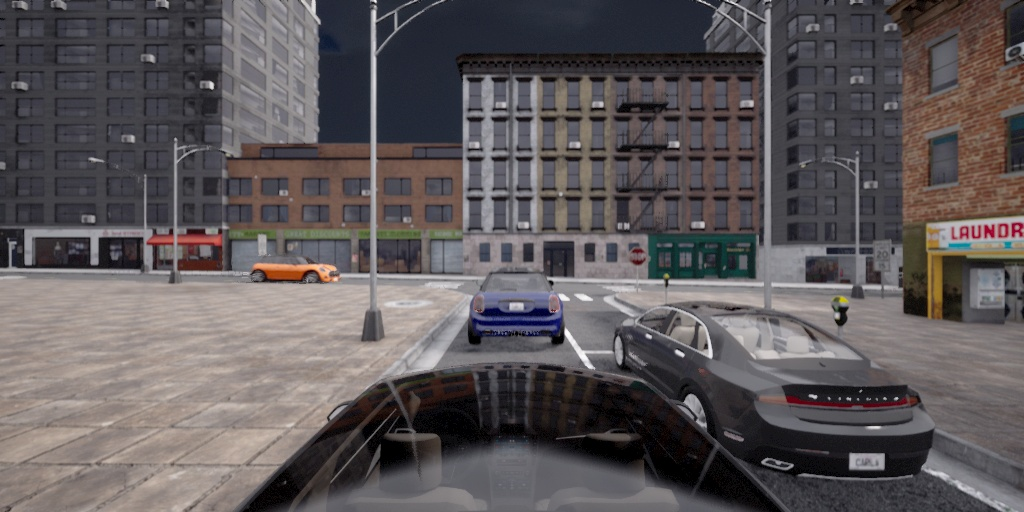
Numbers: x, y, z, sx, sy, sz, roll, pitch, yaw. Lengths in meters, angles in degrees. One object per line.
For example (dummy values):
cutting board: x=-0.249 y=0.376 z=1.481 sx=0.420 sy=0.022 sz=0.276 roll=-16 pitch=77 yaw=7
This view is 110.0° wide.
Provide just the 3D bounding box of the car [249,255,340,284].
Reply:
car: x=-12.620 y=0.745 z=21.105 sx=4.553 sy=1.767 sz=2.097 roll=1 pitch=0 yaw=0

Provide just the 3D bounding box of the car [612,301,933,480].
car: x=2.644 y=1.280 z=4.855 sx=2.007 sy=1.370 sz=4.403 roll=0 pitch=0 yaw=0

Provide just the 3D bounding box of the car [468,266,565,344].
car: x=0.093 y=1.051 z=9.556 sx=2.097 sy=1.767 sz=4.553 roll=0 pitch=0 yaw=0
